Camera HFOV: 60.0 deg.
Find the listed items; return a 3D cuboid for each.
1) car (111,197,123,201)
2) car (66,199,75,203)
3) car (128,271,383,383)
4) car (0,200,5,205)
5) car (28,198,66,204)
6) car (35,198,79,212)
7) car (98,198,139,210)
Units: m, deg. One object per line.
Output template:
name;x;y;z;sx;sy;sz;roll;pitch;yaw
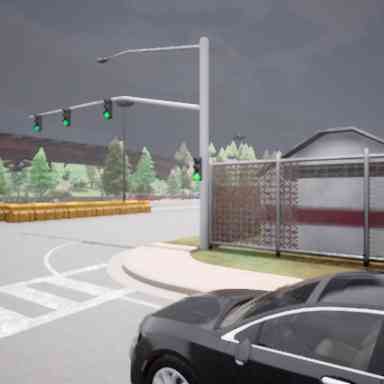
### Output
car;-7.161;1.204;40.973;2.150;2.045;5.566;0;0;34
car;-15.218;1.583;35.219;1.895;1.301;4.718;0;0;34
car;1.545;1.505;2.906;4.892;1.490;1.837;0;0;36
car;-20.992;1.333;32.879;2.097;1.767;4.553;0;0;34
car;-14.196;1.548;30.441;1.994;1.385;4.181;0;0;33
car;-16.153;1.506;40.098;1.812;1.442;4.674;0;0;34
car;-9.528;1.530;43.736;2.033;1.411;5.357;0;0;34
